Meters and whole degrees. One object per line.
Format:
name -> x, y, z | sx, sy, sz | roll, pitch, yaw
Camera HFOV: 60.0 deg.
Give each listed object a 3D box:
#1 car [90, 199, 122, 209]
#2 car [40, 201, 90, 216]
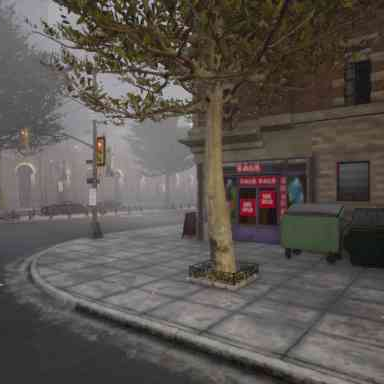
car -> -11.936, 1.595, 45.164 | 1.895, 1.301, 4.718 | 0, 0, 36
car -> -12.697, 1.564, 32.877 | 1.994, 1.385, 4.181 | 0, 0, 36
